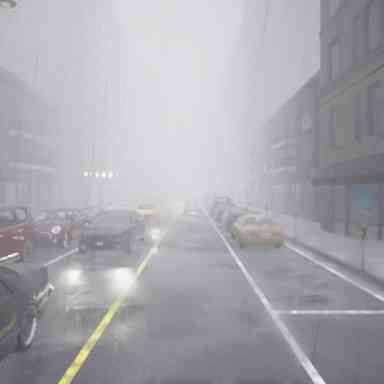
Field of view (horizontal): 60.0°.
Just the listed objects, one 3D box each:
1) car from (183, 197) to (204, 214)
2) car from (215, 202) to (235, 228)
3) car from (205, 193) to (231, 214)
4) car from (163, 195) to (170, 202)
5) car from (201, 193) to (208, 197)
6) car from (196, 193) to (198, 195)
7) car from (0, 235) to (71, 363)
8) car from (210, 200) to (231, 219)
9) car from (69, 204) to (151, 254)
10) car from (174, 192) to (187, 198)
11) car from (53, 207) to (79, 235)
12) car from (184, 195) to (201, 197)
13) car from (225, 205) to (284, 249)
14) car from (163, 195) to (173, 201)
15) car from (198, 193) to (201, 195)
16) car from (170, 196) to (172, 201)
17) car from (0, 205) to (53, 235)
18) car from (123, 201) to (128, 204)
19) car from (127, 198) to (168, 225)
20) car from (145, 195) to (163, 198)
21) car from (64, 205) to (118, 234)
[{"bbox_3d":[0.058,1.516,34.636,1.812,1.442,4.674,0,0,0],"label":"car"},{"bbox_3d":[2.669,1.546,19.882,2.008,1.369,4.403,0,0,0],"label":"car"},{"bbox_3d":[2.669,1.307,31.070,2.192,1.841,5.009,0,0,0],"label":"car"},{"bbox_3d":[-5.854,1.531,64.626,1.887,1.381,4.507,0,0,0],"label":"car"},{"bbox_3d":[3.003,1.210,54.082,2.150,2.045,5.566,0,0,0],"label":"car"},{"bbox_3d":[2.672,1.540,87.013,2.008,1.369,4.403,0,0,0],"label":"car"},{"bbox_3d":[-3.124,1.547,3.384,2.033,1.411,5.357,0,0,-4],"label":"car"},{"bbox_3d":[2.669,1.559,25.476,1.947,1.339,4.313,0,0,0],"label":"car"},{"bbox_3d":[-3.099,1.475,13.711,1.882,1.535,5.008,0,0,0],"label":"car"},{"bbox_3d":[-2.996,1.285,78.803,2.128,1.511,4.902,0,0,0],"label":"car"},{"bbox_3d":[-5.858,1.437,14.264,1.967,1.590,4.097,0,0,0],"label":"car"},{"bbox_3d":[0.037,1.513,47.488,1.812,1.442,4.674,0,0,1],"label":"car"},{"bbox_3d":[2.668,1.522,14.457,1.752,1.417,4.829,0,0,0],"label":"car"},{"bbox_3d":[-5.854,1.539,81.414,2.008,1.369,4.403,0,0,0],"label":"car"},{"bbox_3d":[2.671,1.426,70.230,1.967,1.590,4.097,0,0,0],"label":"car"},{"bbox_3d":[-5.854,1.531,70.222,1.887,1.381,4.507,0,0,0],"label":"car"},{"bbox_3d":[-5.858,1.314,8.669,2.192,1.841,5.009,0,0,0],"label":"car"},{"bbox_3d":[-5.857,1.518,30.882,1.752,1.417,4.829,0,0,0],"label":"car"},{"bbox_3d":[-3.083,1.472,24.156,1.882,1.535,5.008,0,0,1],"label":"car"},{"bbox_3d":[-5.855,1.303,47.839,2.192,1.841,5.009,0,0,0],"label":"car"},{"bbox_3d":[-5.857,1.540,19.860,1.887,1.381,4.507,0,0,0],"label":"car"}]
